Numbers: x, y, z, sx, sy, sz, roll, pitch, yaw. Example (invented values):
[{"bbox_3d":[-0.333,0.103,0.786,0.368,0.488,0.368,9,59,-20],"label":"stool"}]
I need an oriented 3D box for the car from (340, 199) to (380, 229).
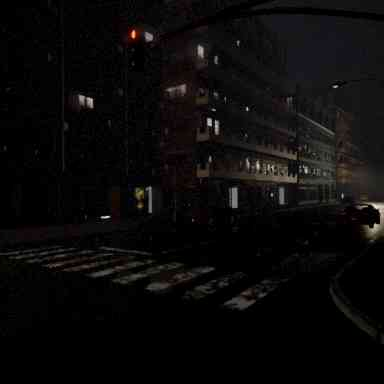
[{"bbox_3d":[10.307,1.371,20.285,1.887,1.381,4.507,-1,0,36],"label":"car"}]

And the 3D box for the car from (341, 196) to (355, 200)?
[{"bbox_3d":[26.949,1.347,57.390,1.947,1.339,4.313,-1,0,36],"label":"car"}]

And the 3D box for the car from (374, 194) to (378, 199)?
[{"bbox_3d":[43.729,1.231,80.318,1.947,1.339,4.313,-1,0,36],"label":"car"}]

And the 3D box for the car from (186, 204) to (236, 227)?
[{"bbox_3d":[1.379,1.514,22.666,1.887,1.381,4.507,-1,0,36],"label":"car"}]

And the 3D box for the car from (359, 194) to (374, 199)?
[{"bbox_3d":[37.018,1.293,71.147,1.802,1.307,4.206,-1,0,36],"label":"car"}]
